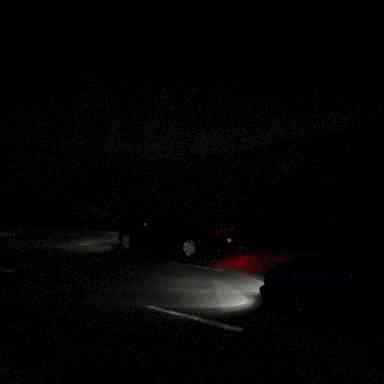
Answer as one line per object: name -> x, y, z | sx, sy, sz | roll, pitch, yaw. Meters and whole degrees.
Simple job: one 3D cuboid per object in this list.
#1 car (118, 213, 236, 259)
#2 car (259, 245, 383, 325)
car -> -0.724, 1.549, 13.058 | 5.008, 1.535, 1.882 | 0, 0, 35
car -> 3.904, 1.546, 5.506 | 5.357, 1.411, 2.033 | -1, 0, 36
